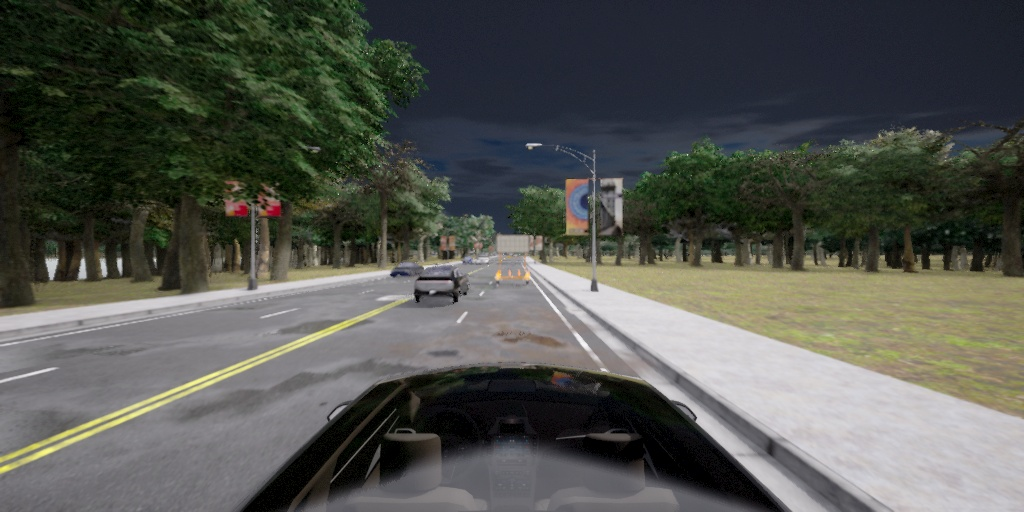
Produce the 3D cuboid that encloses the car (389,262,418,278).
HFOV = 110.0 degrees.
[{"bbox_3d":[-9.741,1.269,33.628,2.033,1.411,5.357,0,0,0],"label":"car"}]

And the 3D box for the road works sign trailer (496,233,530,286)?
[{"bbox_3d":[0.052,0.200,25.247,2.380,3.560,2.880,0,0,0],"label":"road works sign trailer"}]

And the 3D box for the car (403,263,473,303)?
[{"bbox_3d":[-3.125,1.237,16.558,2.128,1.511,4.902,0,0,0],"label":"car"}]

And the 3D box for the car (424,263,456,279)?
[{"bbox_3d":[-6.496,1.324,32.871,1.895,1.301,4.718,0,0,0],"label":"car"}]
